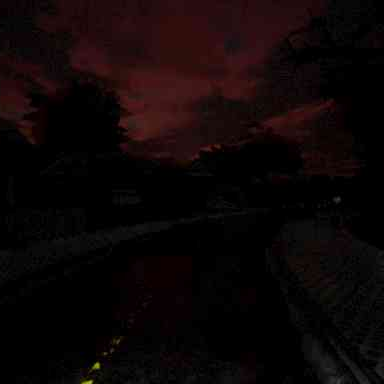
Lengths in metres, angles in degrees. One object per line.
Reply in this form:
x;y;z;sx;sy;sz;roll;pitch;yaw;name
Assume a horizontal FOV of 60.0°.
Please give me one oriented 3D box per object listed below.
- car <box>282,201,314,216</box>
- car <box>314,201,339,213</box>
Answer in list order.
12.394;1.874;39.295;2.097;1.767;4.553;0;-1;35;car
19.393;2.084;48.091;4.553;1.767;2.097;1;-1;-43;car
